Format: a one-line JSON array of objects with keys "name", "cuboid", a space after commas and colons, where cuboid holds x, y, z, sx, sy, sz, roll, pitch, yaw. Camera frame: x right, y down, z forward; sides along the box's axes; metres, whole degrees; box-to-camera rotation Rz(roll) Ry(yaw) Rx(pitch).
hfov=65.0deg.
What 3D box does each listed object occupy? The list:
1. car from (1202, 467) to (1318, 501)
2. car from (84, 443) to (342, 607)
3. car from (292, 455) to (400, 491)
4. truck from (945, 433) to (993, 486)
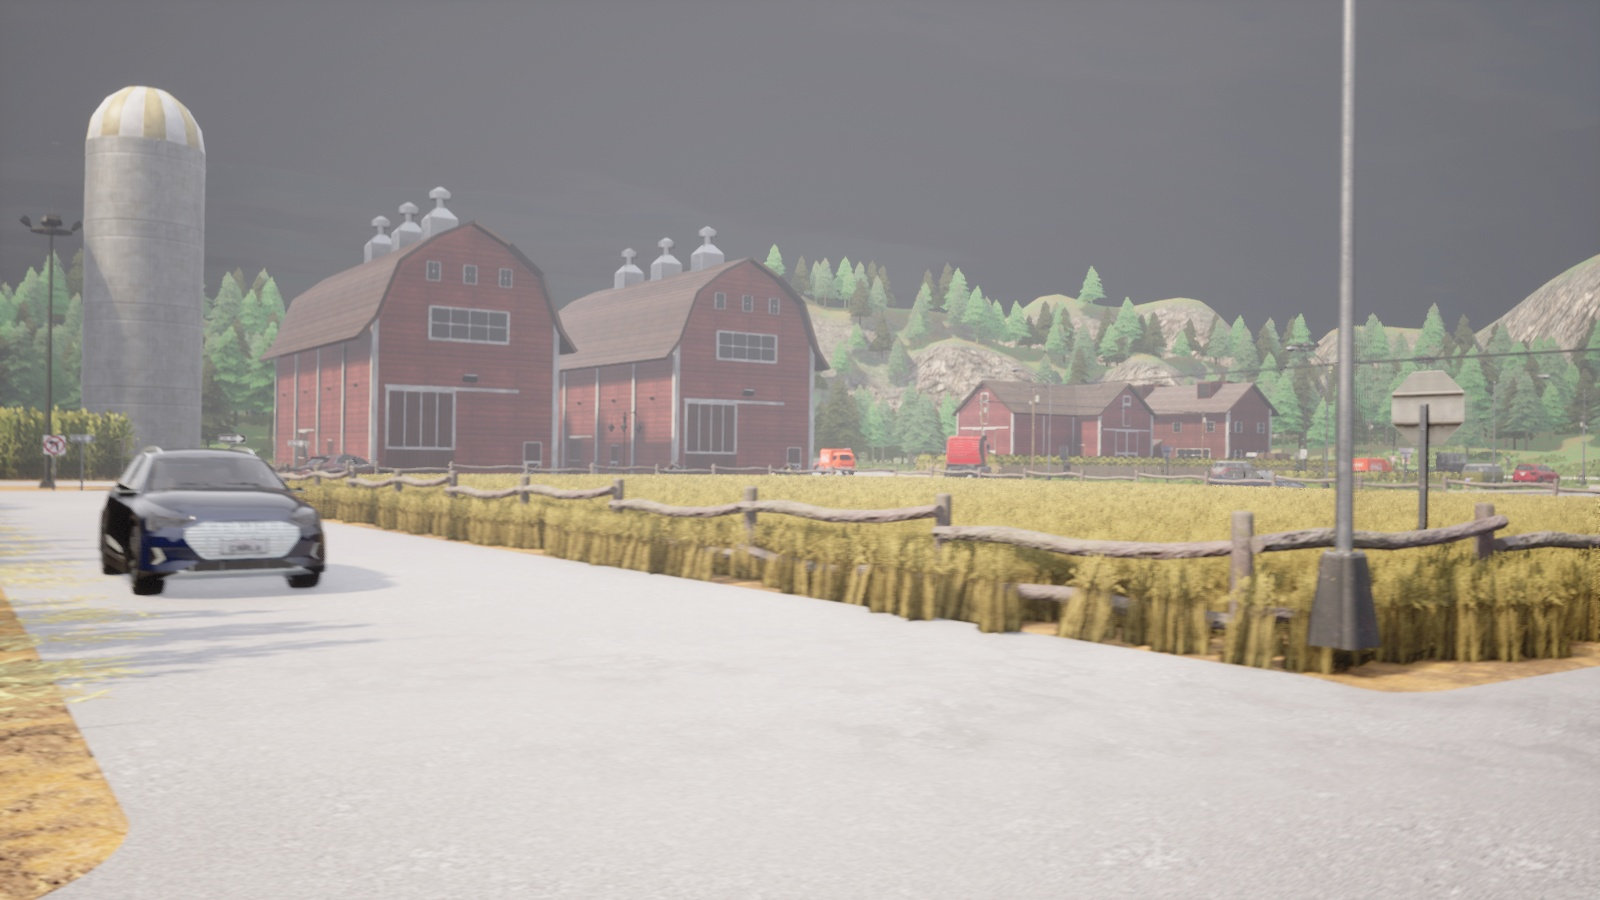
[{"name": "car", "cuboid": [21.747, 1.566, 59.507, 2.163, 1.488, 4.792, 1, 0, -35]}, {"name": "car", "cuboid": [-7.238, 0.784, 15.180, 2.033, 1.649, 4.856, 1, -1, -35]}, {"name": "car", "cuboid": [-21.952, 1.103, 60.923, 2.033, 1.649, 4.856, 0, -1, 26]}, {"name": "truck", "cuboid": [11.427, 0.629, 85.705, 2.891, 3.462, 7.936, 0, 0, 5]}]
